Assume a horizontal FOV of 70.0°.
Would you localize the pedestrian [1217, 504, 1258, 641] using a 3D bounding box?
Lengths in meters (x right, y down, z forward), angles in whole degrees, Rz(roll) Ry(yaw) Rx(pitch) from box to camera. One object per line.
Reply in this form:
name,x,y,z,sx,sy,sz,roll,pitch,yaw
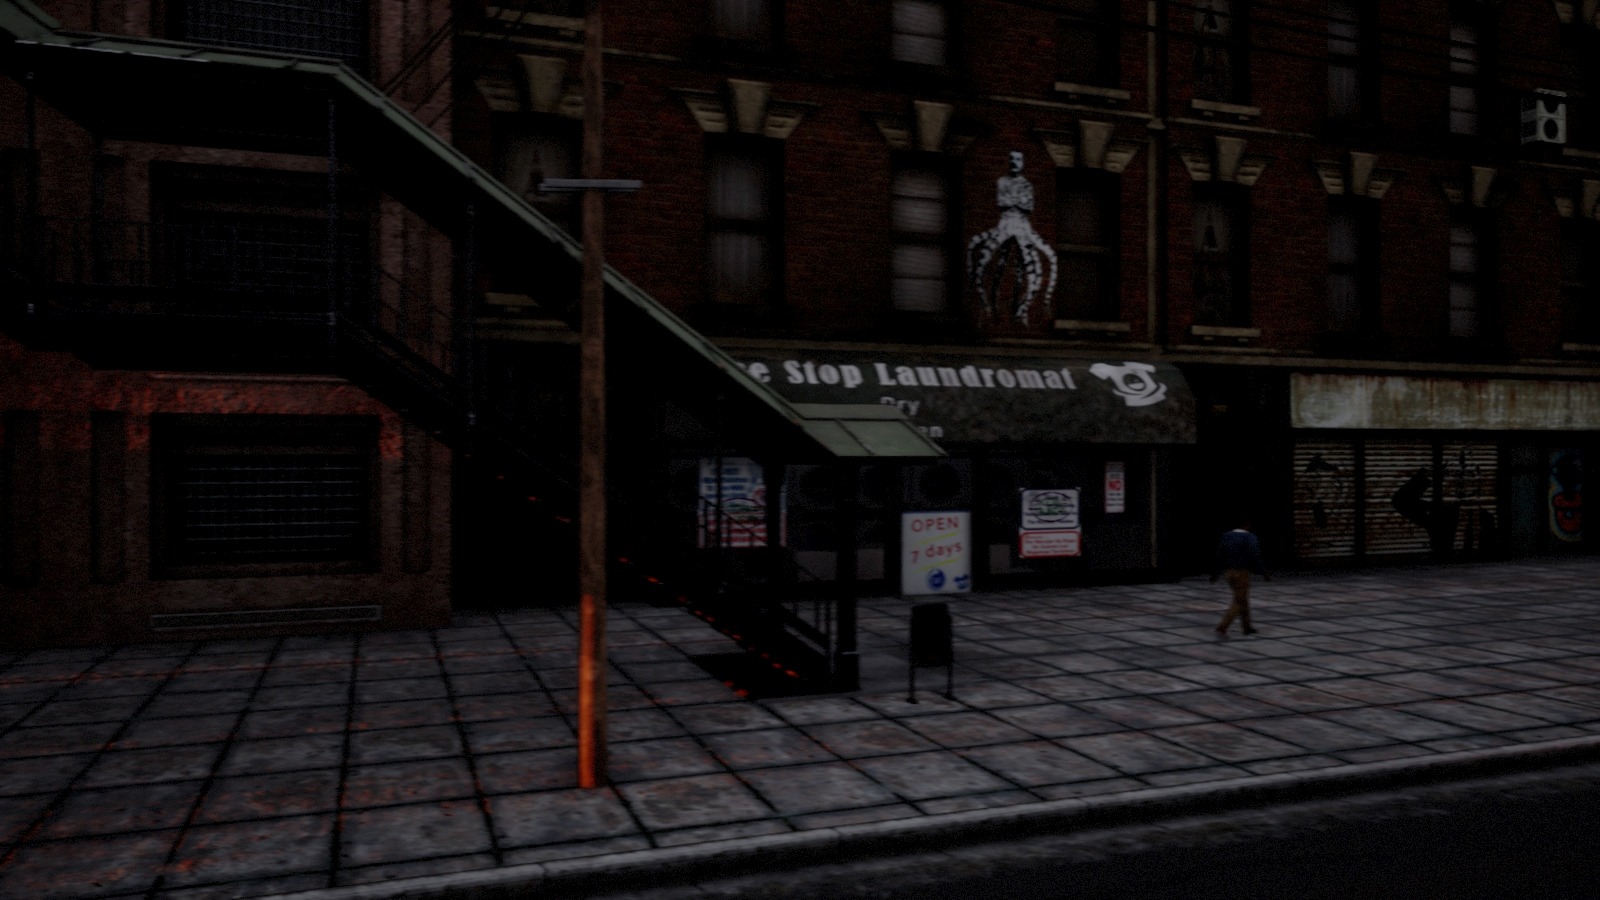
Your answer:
pedestrian,6.114,1.698,15.966,0.375,1.860,0.375,0,0,-32
